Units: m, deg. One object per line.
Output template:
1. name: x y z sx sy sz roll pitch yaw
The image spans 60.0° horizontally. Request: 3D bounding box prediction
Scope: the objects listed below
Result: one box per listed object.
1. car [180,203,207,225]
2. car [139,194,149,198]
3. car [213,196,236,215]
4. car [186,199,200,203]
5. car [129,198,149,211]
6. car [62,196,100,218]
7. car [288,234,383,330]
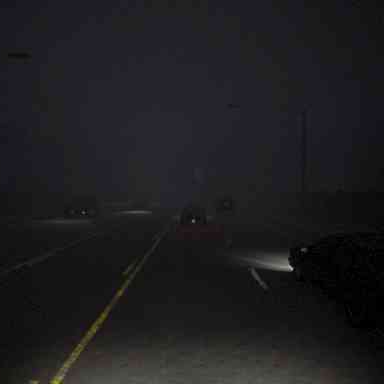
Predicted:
1. car: 0.106 1.746 25.449 1.895 1.301 4.718 0 0 0
2. car: -10.480 1.073 72.841 2.097 1.767 4.553 0 1 0
3. car: 3.610 1.433 37.003 2.150 2.045 5.566 0 0 0
4. car: 0.113 1.743 48.378 1.882 1.535 5.008 0 0 0
5. car: -7.065 1.815 44.138 1.994 1.385 4.181 0 0 0
6. car: -10.587 1.404 32.182 2.150 2.045 5.566 0 0 0
7. car: 3.602 1.587 6.897 2.033 1.411 5.357 0 0 0
